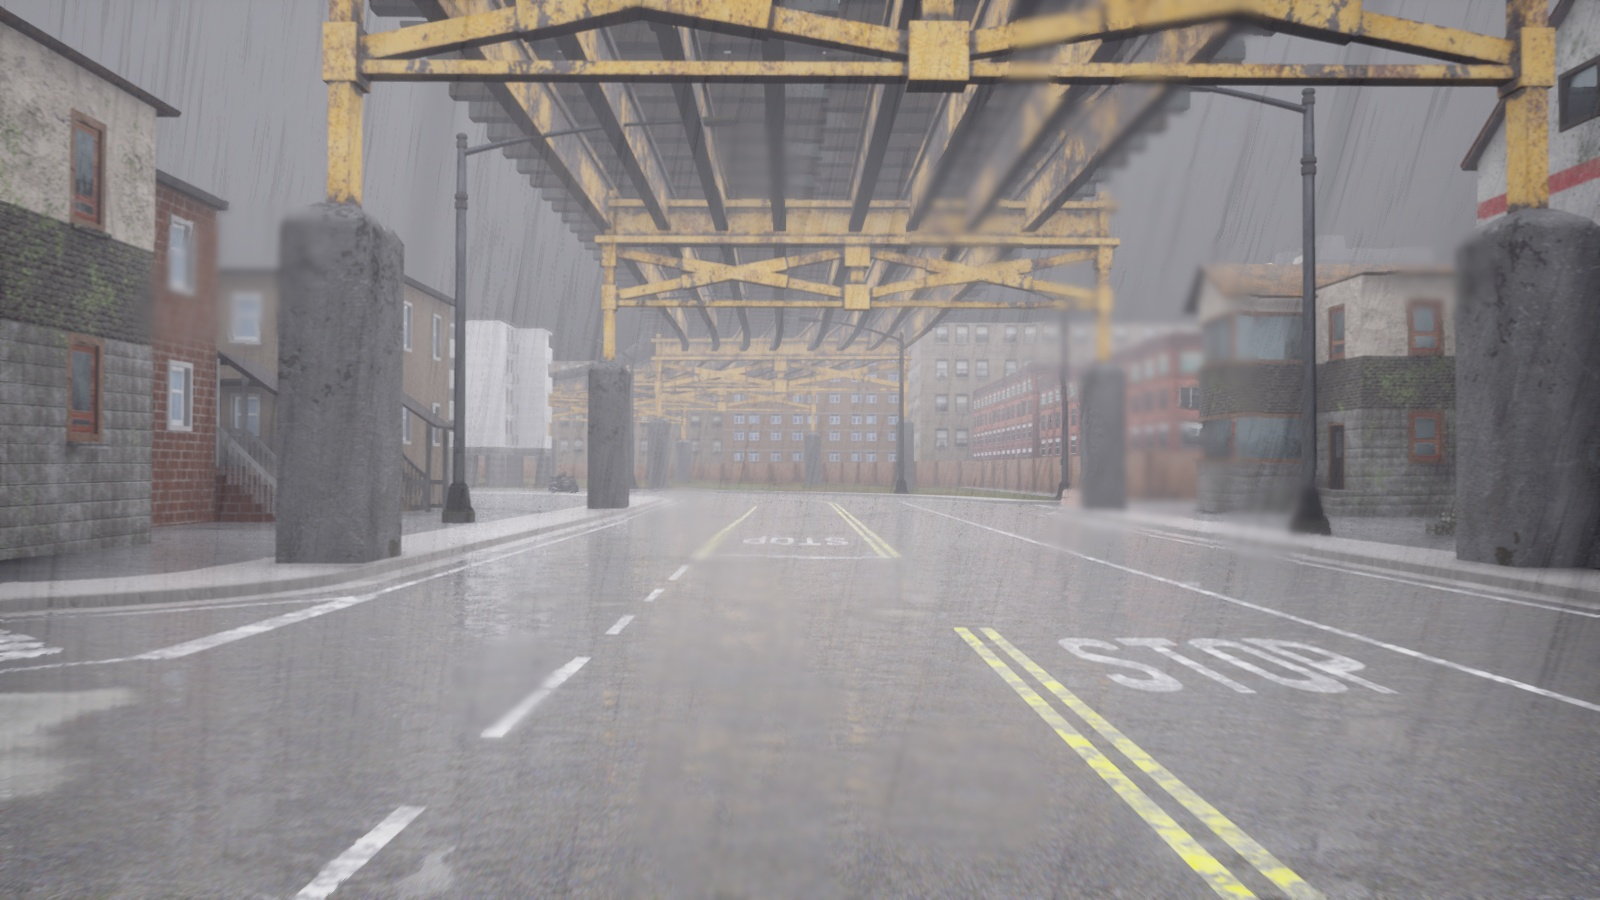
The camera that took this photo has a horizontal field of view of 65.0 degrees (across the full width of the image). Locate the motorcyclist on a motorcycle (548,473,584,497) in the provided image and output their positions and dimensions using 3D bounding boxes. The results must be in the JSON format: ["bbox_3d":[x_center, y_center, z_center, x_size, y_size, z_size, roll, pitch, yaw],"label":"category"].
[{"bbox_3d":[-15.509,2.302,83.066,2.191,1.530,0.866,-1,0,19],"label":"motorcyclist on a motorcycle"}]
